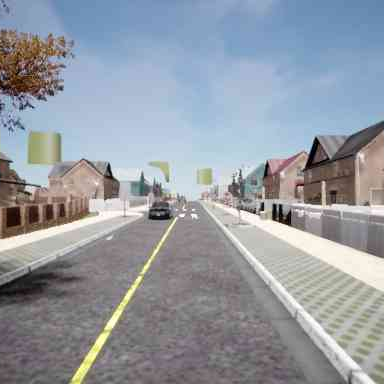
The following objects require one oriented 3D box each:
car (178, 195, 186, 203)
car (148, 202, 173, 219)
[{"bbox_3d":[-2.750,1.906,92.379,2.150,2.045,5.566,0,-1,0],"label":"car"},{"bbox_3d":[-2.750,1.599,29.677,1.882,1.535,5.008,0,0,0],"label":"car"}]
